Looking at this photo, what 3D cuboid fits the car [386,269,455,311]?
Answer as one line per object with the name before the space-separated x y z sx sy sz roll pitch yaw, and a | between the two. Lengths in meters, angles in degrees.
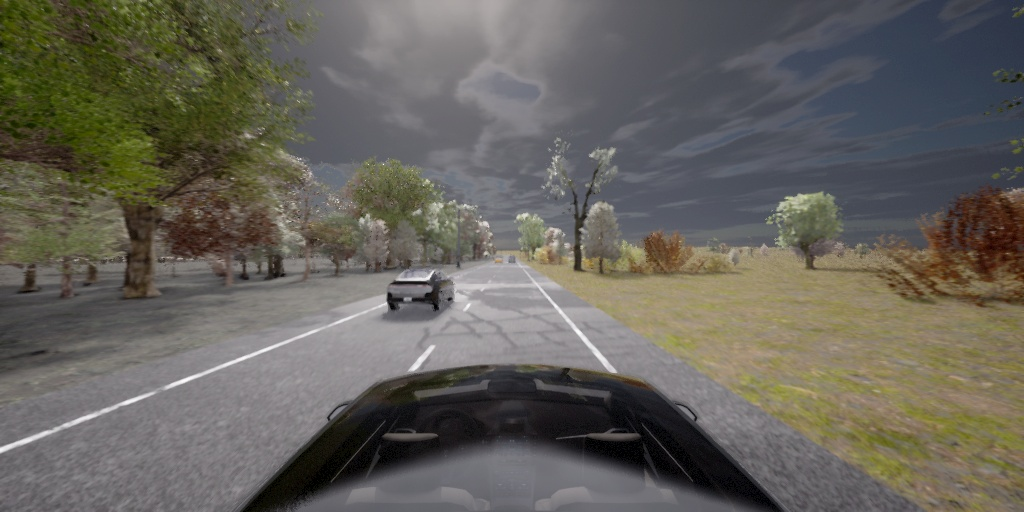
car | -3.503 1.249 14.462 2.128 1.511 4.902 0 0 0
